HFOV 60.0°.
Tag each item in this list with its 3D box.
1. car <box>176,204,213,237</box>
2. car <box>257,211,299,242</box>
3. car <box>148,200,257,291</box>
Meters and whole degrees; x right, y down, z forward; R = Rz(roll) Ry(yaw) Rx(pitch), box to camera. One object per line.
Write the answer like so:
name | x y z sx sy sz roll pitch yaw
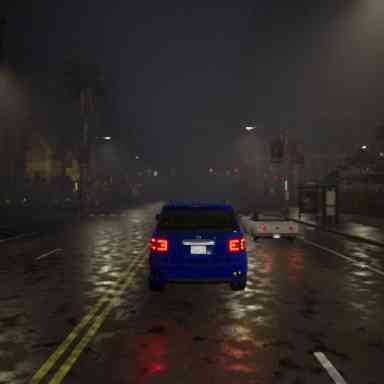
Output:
car | 0.146 1.504 19.019 1.837 1.490 4.892 0 0 0
car | 3.639 1.600 16.422 1.895 1.301 4.718 0 0 0
car | 0.121 1.221 9.157 2.150 2.045 5.566 0 0 0
